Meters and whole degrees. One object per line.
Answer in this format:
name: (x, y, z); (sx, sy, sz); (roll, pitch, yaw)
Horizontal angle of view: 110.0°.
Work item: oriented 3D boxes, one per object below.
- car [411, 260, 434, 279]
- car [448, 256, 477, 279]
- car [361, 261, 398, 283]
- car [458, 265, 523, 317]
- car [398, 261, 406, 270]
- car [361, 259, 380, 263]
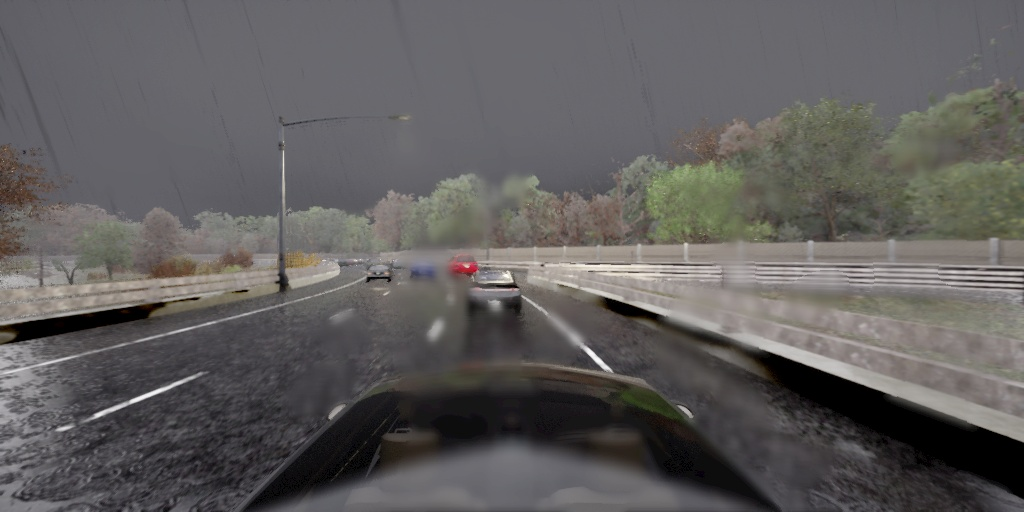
car: (-8.238, 1.280, 33.001); (1.882, 1.535, 5.008); (0, 0, -16)
car: (-4.602, 1.004, 33.264); (2.150, 2.045, 5.566); (0, 0, -17)
car: (-10.756, 1.364, 29.385); (2.033, 1.411, 5.357); (0, 0, -16)
car: (-0.734, 1.256, 13.211); (2.128, 1.511, 4.902); (0, 0, -6)
car: (-17.614, 1.424, 54.893); (1.994, 1.385, 4.181); (0, 0, -29)
car: (-20.338, 1.227, 52.544); (2.097, 1.767, 4.553); (0, 0, -28)
